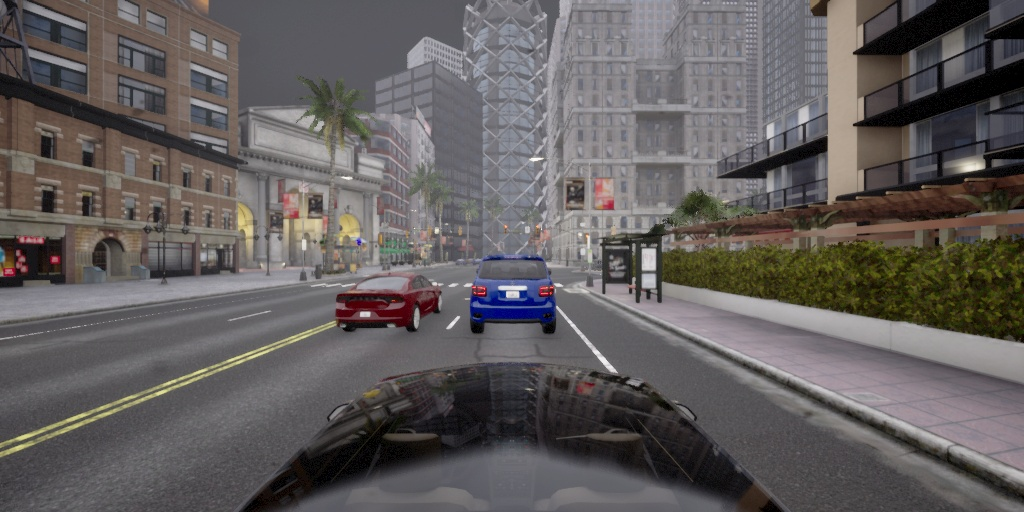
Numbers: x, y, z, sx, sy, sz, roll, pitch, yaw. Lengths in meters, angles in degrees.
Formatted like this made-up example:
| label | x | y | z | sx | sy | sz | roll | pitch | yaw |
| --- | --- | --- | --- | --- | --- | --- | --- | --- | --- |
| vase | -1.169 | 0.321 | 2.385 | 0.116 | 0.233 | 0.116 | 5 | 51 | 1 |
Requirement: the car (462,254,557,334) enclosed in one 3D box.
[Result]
| label | x | y | z | sx | sy | sz | roll | pitch | yaw |
| --- | --- | --- | --- | --- | --- | --- | --- | --- | --- |
| car | 0.052 | 0.971 | 10.823 | 2.150 | 2.045 | 5.566 | 0 | 0 | 1 |

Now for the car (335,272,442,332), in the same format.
| label | x | y | z | sx | sy | sz | roll | pitch | yaw |
| --- | --- | --- | --- | --- | --- | --- | --- | --- | --- |
| car | -3.443 | 1.227 | 10.932 | 1.882 | 1.535 | 5.008 | 0 | 0 | 0 |

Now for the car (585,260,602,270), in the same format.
| label | x | y | z | sx | sy | sz | roll | pitch | yaw |
| --- | --- | --- | --- | --- | --- | --- | --- | --- | --- |
| car | 12.486 | 1.312 | 50.989 | 4.181 | 1.385 | 1.994 | 0 | 0 | 2 |
